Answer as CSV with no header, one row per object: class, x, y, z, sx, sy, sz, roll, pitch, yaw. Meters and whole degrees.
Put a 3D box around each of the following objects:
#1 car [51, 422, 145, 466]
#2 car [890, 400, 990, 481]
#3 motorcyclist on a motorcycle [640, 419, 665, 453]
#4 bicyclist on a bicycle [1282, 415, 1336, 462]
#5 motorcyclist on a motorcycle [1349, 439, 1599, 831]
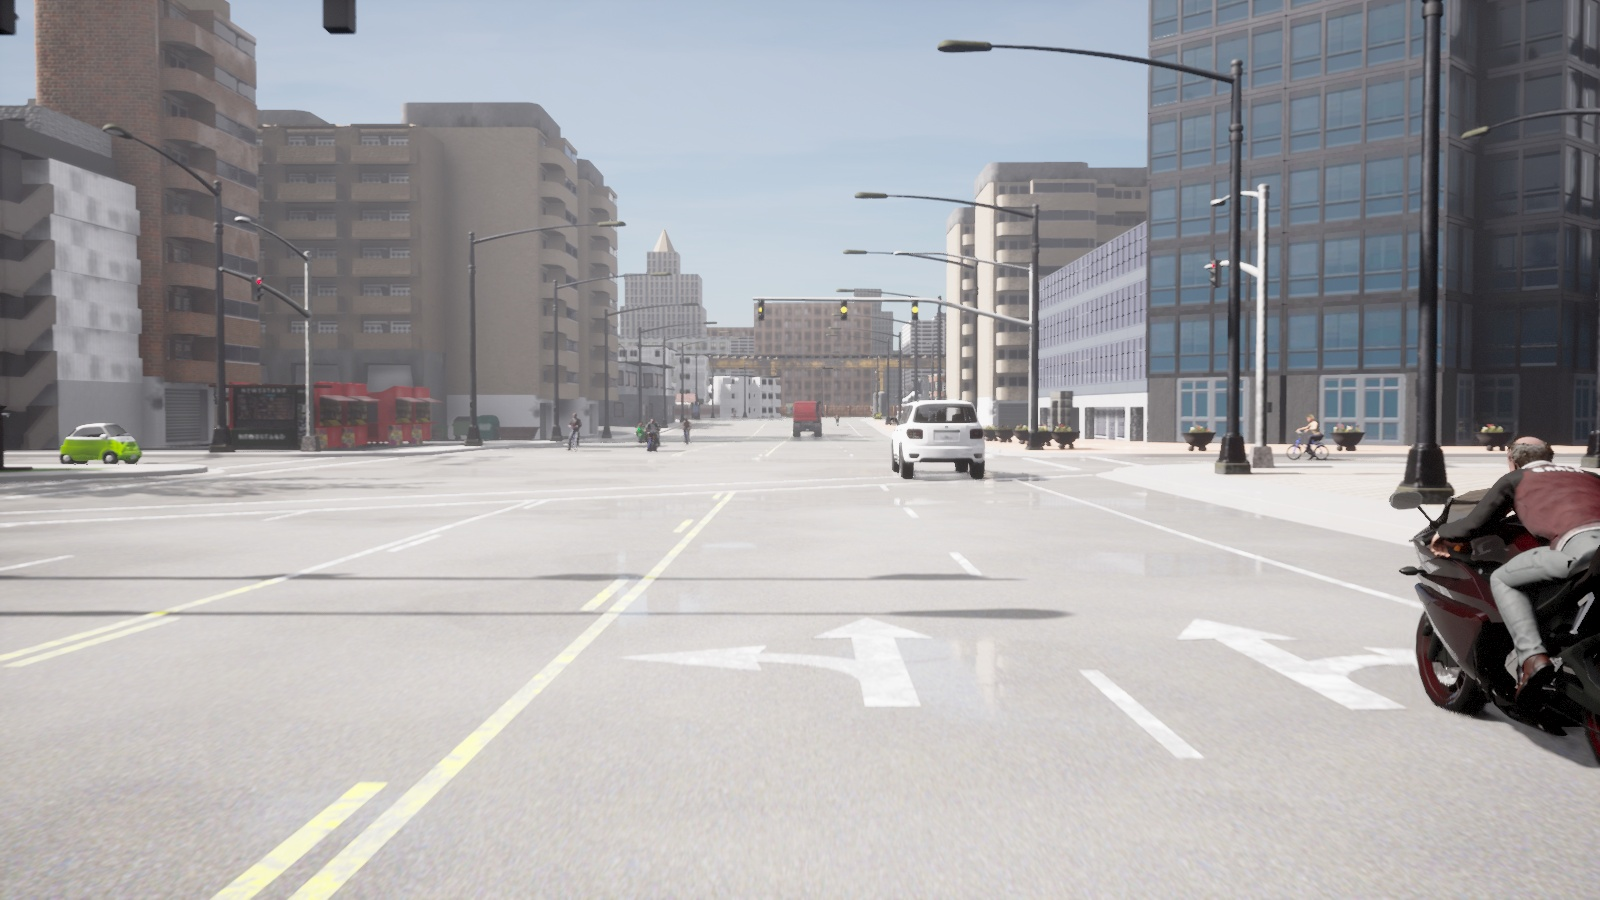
car,-22.812,-0.219,40.863,2.207,1.376,1.481,0,2,1
car,3.712,-0.323,34.307,2.150,2.045,5.566,0,2,0
motorcyclist on a motorcycle,-6.659,-0.642,56.731,0.866,1.530,2.191,0,1,0
bicyclist on a bicycle,17.758,-0.407,43.812,1.509,1.612,0.866,0,2,1
motorcyclist on a motorcycle,3.550,0.719,6.029,0.866,1.530,2.191,0,1,0
